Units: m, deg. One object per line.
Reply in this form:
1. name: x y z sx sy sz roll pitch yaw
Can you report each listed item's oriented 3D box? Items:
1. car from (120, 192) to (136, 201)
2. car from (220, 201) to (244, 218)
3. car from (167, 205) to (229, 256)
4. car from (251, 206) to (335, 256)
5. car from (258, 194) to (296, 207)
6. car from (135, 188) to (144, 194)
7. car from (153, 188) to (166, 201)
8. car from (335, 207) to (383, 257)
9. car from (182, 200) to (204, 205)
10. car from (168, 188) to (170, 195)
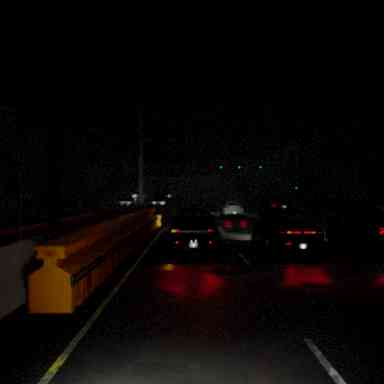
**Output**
1. car: -13.997 1.187 71.397 2.033 1.411 5.357 0 2 0
2. car: 3.570 1.514 30.143 1.812 1.442 4.674 0 0 0
3. car: 0.062 1.486 13.099 2.128 1.511 4.902 0 0 0
4. car: 3.562 1.498 13.025 1.837 1.490 4.892 0 -1 0
5. car: 7.061 1.213 28.020 2.150 2.045 5.566 0 0 0
6. car: -13.910 -0.281 87.722 1.812 1.442 4.674 0 7 0
7. car: -6.997 0.881 71.091 2.150 2.045 5.566 0 2 0
8. car: 7.061 1.347 13.010 2.097 1.767 4.553 0 0 0
9. car: 0.074 1.466 30.670 1.882 1.535 5.008 0 0 0
10. car: -6.910 -0.305 87.578 1.882 1.535 5.008 0 7 0
